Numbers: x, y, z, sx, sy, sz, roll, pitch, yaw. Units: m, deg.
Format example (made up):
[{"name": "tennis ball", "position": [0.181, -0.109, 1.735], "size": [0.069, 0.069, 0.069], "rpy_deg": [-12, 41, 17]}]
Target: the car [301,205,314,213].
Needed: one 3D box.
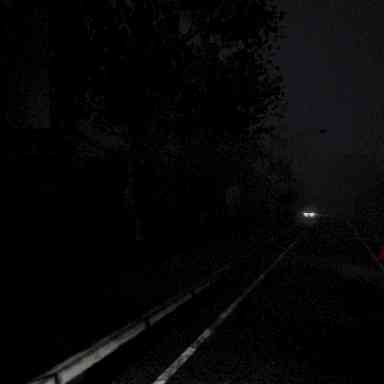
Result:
[{"name": "car", "position": [22.400, 3.241, 64.784], "size": [2.128, 1.511, 4.902], "rpy_deg": [1, -1, 9]}]
